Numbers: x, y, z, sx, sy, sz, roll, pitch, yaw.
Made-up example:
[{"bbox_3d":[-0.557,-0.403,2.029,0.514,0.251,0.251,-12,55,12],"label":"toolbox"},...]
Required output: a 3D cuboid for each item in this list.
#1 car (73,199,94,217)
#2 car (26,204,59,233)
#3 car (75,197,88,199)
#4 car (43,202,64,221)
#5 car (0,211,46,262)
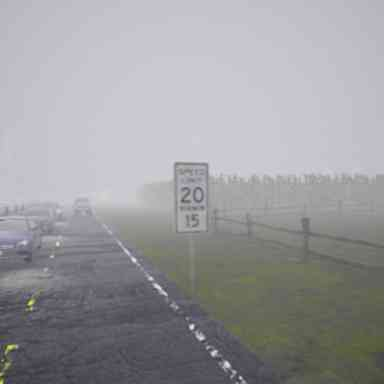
[{"bbox_3d":[-11.952,1.894,36.559,1.837,1.490,4.892,0,-1,-18],"label":"car"},{"bbox_3d":[-9.721,1.746,21.065,1.837,1.490,4.892,0,-1,-19],"label":"car"},{"bbox_3d":[-15.233,1.711,45.981,2.150,2.045,5.566,0,-1,-19],"label":"car"},{"bbox_3d":[-12.884,1.692,30.380,2.097,1.767,4.553,0,-1,-19],"label":"car"},{"bbox_3d":[-6.806,1.676,12.536,1.812,1.442,4.674,0,-1,-19],"label":"car"}]
